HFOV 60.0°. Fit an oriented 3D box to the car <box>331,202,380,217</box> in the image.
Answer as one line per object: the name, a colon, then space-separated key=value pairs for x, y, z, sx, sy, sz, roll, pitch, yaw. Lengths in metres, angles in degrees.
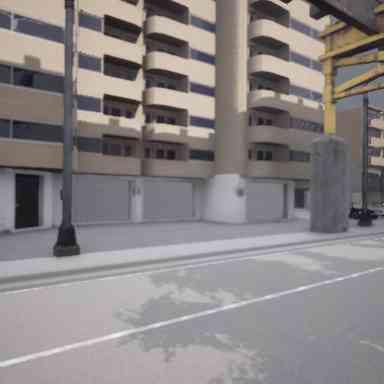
car: x=15.333 y=1.625 z=31.540 sx=1.853 sy=1.218 sz=4.536 roll=1 pitch=0 yaw=-11

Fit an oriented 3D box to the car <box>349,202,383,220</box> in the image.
car: x=15.342 y=1.782 z=31.488 sx=2.038 sy=1.542 sz=4.974 roll=1 pitch=0 yaw=-11

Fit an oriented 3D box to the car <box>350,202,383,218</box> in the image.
car: x=18.918 y=1.827 z=33.636 sx=4.974 sy=1.542 sz=2.038 roll=0 pitch=0 yaw=34
